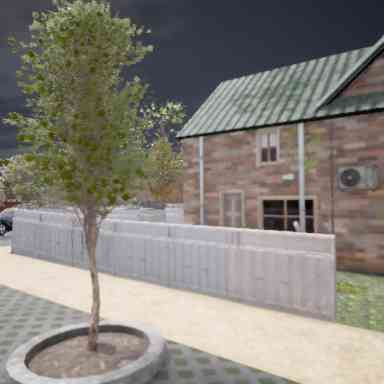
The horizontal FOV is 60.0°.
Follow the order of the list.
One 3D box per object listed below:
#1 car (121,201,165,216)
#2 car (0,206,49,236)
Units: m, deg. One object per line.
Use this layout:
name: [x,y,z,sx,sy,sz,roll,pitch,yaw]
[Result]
car: [-4.643,1.789,29.416,2.150,2.045,5.566,-1,-2,35]
car: [-10.863,1.682,20.777,2.097,1.767,4.553,-1,-2,37]
